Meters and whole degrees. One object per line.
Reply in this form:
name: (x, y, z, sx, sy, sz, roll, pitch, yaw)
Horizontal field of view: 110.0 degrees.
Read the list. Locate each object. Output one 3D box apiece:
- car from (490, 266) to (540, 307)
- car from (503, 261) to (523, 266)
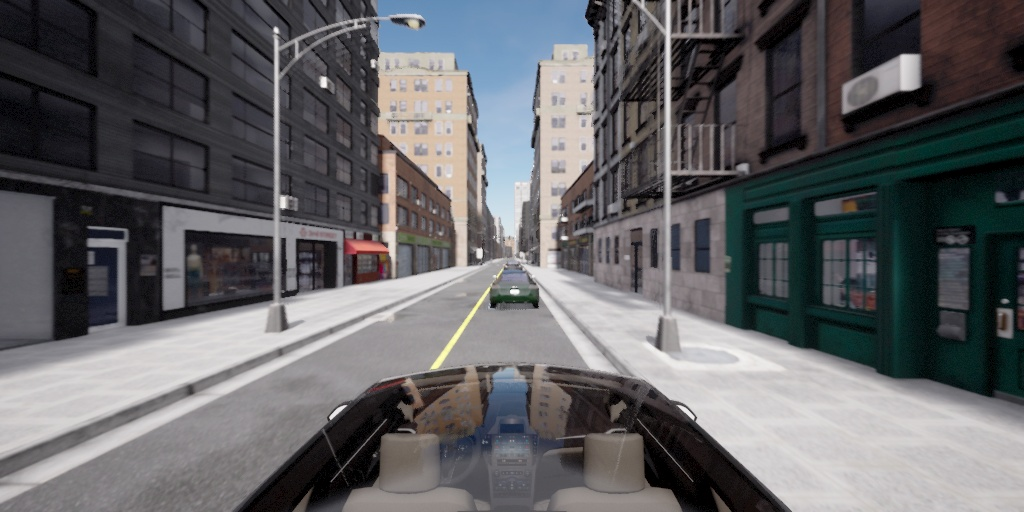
car: (0.100, 1.297, 15.355, 1.994, 1.385, 4.181, 0, 0, 0)
car: (0.105, 1.192, 35.969, 2.128, 1.511, 4.902, 0, 0, 0)
